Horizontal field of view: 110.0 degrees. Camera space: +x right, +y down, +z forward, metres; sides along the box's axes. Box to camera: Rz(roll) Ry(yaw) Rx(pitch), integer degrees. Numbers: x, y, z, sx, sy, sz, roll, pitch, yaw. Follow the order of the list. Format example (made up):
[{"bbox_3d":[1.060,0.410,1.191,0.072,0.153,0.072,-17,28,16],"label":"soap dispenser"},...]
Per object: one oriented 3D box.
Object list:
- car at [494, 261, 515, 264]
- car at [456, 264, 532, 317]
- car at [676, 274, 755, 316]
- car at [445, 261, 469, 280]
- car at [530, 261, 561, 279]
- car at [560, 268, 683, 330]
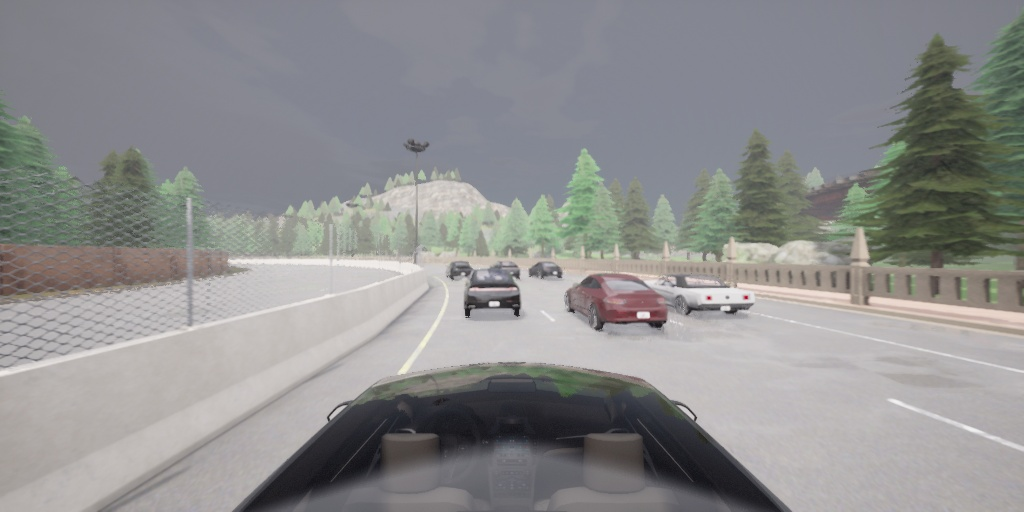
[{"bbox_3d":[-0.711,1.155,30.019,2.128,1.511,4.902,0,0,-16],"label":"car"},{"bbox_3d":[-0.820,1.208,13.091,2.128,1.511,4.902,0,0,-7],"label":"car"},{"bbox_3d":[6.257,1.299,13.130,1.895,1.301,4.718,0,0,-7],"label":"car"},{"bbox_3d":[-4.568,1.177,30.767,1.837,1.490,4.892,0,0,-17],"label":"car"},{"bbox_3d":[2.780,1.179,30.519,1.812,1.442,4.674,0,0,-16],"label":"car"},{"bbox_3d":[2.940,1.239,10.858,1.812,1.442,4.674,0,0,-5],"label":"car"}]
